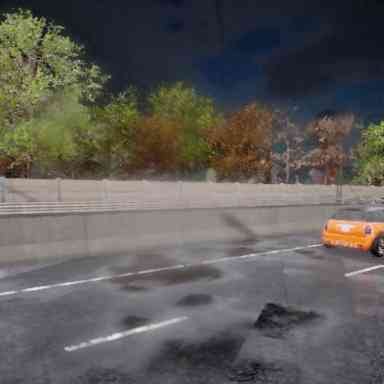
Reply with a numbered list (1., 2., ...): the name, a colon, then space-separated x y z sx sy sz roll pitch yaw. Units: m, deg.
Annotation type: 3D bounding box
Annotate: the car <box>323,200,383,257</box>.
1. car: 7.287 1.368 13.270 4.553 1.767 2.097 0 0 -35
